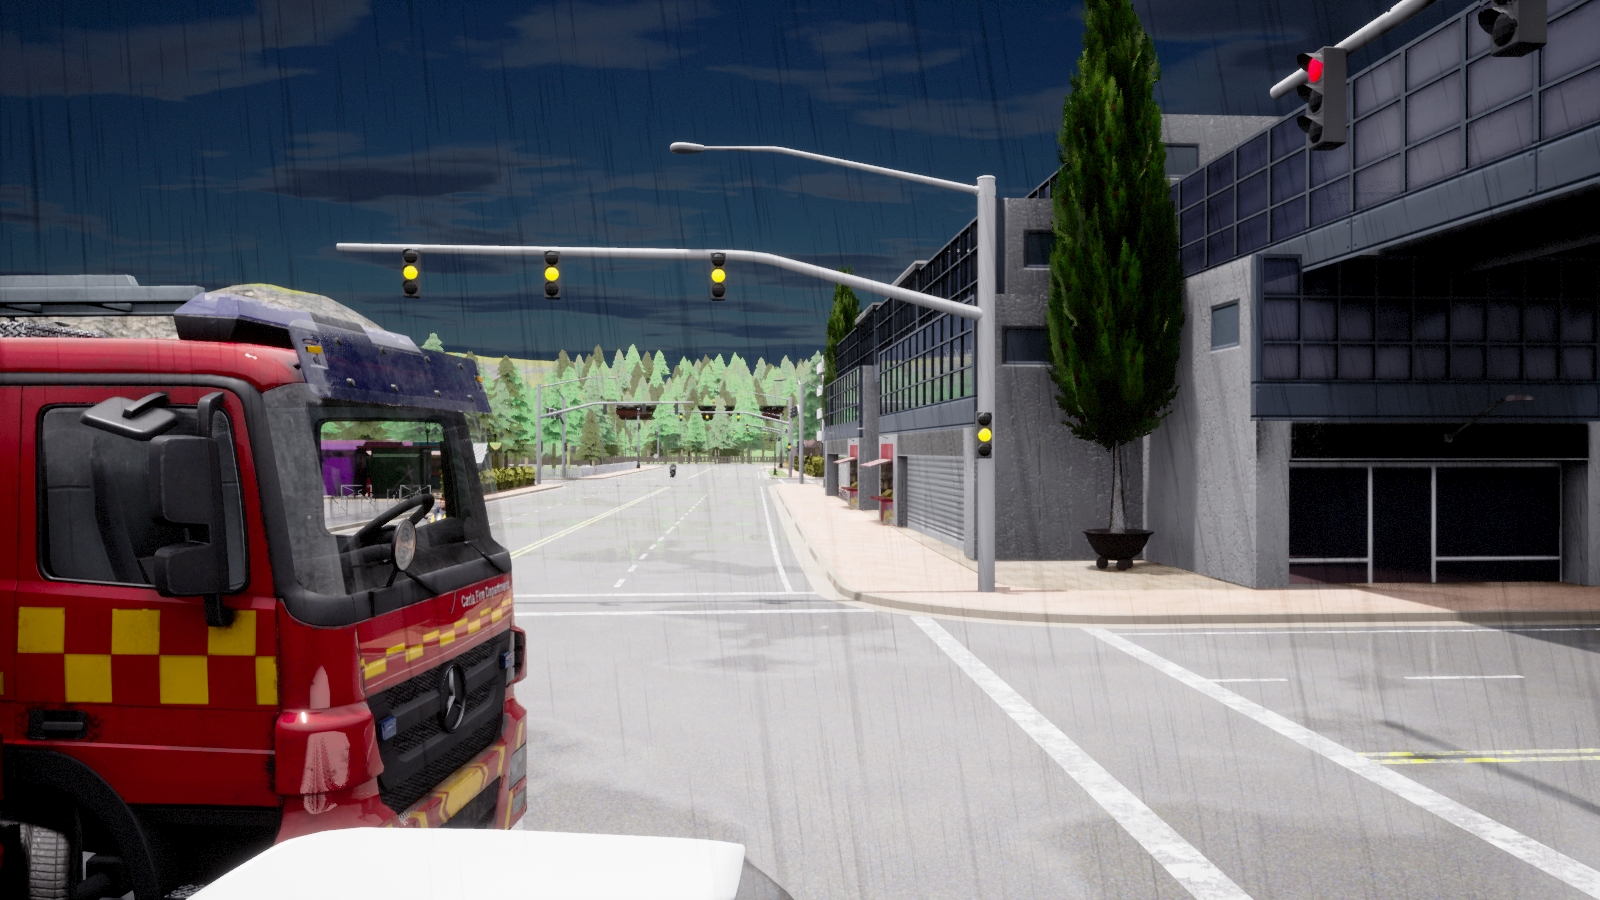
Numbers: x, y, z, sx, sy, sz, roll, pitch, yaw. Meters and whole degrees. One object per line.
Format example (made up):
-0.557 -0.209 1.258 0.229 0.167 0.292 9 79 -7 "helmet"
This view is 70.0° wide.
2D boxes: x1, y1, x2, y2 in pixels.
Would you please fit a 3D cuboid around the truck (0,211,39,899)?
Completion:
-7.587 0.890 3.490 8.468 3.827 2.891 0 0 -3 "truck"

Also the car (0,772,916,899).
-1.549 2.065 3.579 3.806 1.475 1.970 0 0 5 "car"

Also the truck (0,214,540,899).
-6.102 0.890 6.659 8.468 3.827 2.891 0 0 4 "truck"
